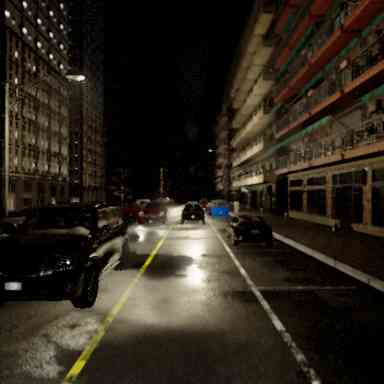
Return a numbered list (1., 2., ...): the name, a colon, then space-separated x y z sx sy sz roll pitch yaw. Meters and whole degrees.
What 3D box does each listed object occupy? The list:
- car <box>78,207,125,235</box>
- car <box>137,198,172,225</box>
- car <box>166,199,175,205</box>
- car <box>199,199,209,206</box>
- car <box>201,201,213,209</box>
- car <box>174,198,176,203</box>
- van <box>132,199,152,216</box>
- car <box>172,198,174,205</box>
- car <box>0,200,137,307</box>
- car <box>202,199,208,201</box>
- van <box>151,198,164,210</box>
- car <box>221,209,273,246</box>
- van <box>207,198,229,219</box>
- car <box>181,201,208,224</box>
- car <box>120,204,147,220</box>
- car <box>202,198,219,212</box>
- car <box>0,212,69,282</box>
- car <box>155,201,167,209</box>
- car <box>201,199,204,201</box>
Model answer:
1. car: -5.684 1.764 21.533 1.752 1.417 4.829 0 -1 0
2. car: -3.056 1.651 27.010 2.097 1.767 4.553 0 -1 0
3. car: -5.643 2.570 88.030 2.008 1.369 4.403 0 -1 0
4. car: 2.730 2.325 76.971 1.967 1.590 4.097 0 -1 0
5. car: 2.721 2.251 60.388 1.947 1.339 4.313 0 -1 0
6. car: -5.647 2.497 82.502 1.887 1.381 4.507 0 -1 0
7. van: -5.674 1.768 38.287 1.690 1.788 3.998 0 -1 0
8. car: -5.655 2.132 71.451 2.192 1.841 5.009 0 -1 0
9. car: -3.068 1.317 8.529 2.150 2.045 5.566 0 -1 1
10. car: 2.711 2.042 43.806 2.008 1.369 4.403 0 -1 0
11. van: -5.664 1.960 54.869 1.690 1.788 3.998 0 -1 0
12. car: 2.693 1.745 16.170 1.947 1.339 4.313 0 -1 0
13. van: 2.703 1.706 32.754 1.690 1.788 3.998 0 -1 0
14. car: 0.095 1.789 28.033 1.882 1.535 5.008 0 -1 0
15. car: -5.676 1.909 32.758 1.887 1.381 4.507 0 -1 0
16. car: 2.712 1.870 49.337 2.192 1.841 5.009 0 -1 0
17. car: -5.691 1.557 10.650 1.967 1.590 4.097 0 -1 0
18. car: -5.660 2.267 60.393 1.802 1.307 4.206 0 -1 0
19. car: 0.119 1.998 45.317 2.128 1.511 4.902 0 -1 0
